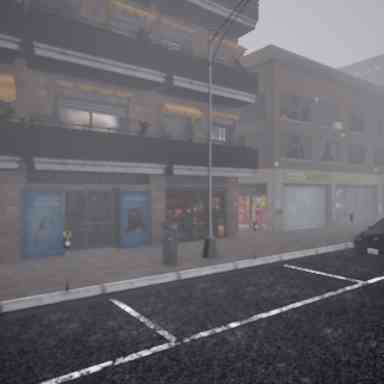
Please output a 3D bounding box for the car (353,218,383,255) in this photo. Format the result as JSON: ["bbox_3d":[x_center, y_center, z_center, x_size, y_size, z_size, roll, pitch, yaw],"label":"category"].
[{"bbox_3d":[7.644,1.554,12.076,4.313,1.339,1.947,0,0,-36],"label":"car"}]
